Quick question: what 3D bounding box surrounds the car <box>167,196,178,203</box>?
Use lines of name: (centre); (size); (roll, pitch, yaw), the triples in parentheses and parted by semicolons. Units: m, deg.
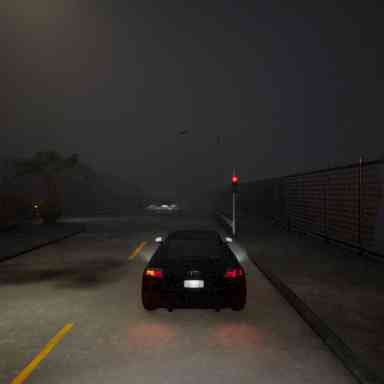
car: (-4.182, 1.540, 71.390); (2.033, 1.411, 5.357); (0, 0, 0)

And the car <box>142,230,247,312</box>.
car: (0.044, 1.564, 7.785); (1.994, 1.385, 4.181); (0, 0, 0)

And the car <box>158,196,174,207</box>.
car: (-4.224, 1.478, 51.816); (1.882, 1.535, 5.008); (0, 0, 0)

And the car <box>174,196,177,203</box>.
car: (-4.220, 1.492, 61.082); (2.128, 1.511, 4.902); (0, 0, 0)

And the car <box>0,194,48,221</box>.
car: (-14.382, 1.221, 26.599); (5.566, 2.045, 2.150); (0, 0, 0)

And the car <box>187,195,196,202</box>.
car: (-0.192, 1.524, 75.515); (1.812, 1.442, 4.674); (0, 0, 0)

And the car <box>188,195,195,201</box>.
car: (-0.220, 1.524, 85.755); (1.812, 1.442, 4.674); (0, 0, 0)
